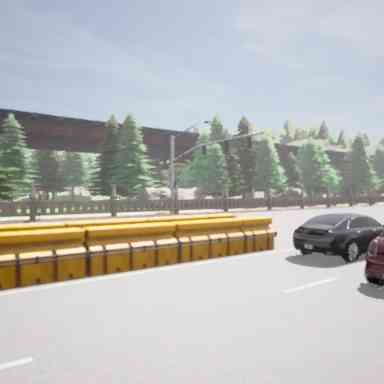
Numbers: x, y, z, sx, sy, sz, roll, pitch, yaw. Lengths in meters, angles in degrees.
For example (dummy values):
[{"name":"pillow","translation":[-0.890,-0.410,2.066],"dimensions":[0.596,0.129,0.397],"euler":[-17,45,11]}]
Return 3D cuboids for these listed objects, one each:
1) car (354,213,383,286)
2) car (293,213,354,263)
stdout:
[{"name":"car","translation":[6.318,1.368,8.253],"dimensions":[4.553,1.767,2.097],"euler":[0,0,-36]},{"name":"car","translation":[5.735,1.524,12.134],"dimensions":[4.892,1.490,1.837],"euler":[0,0,-35]}]
